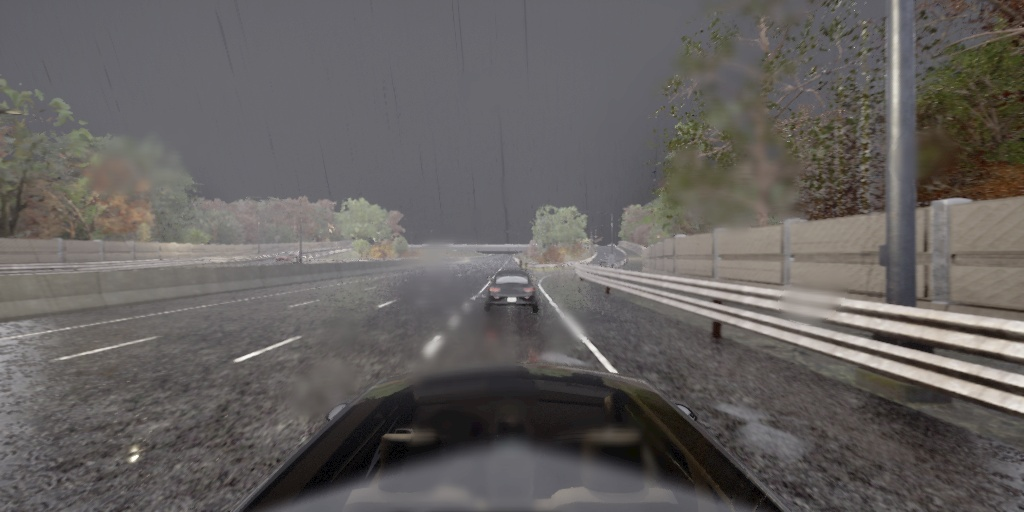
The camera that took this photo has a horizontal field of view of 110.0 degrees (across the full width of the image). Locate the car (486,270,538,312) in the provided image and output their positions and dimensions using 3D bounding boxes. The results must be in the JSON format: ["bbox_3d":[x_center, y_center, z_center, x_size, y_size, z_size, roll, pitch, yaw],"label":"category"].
[{"bbox_3d":[0.004,1.281,14.217,1.812,1.442,4.674,0,0,0],"label":"car"}]
